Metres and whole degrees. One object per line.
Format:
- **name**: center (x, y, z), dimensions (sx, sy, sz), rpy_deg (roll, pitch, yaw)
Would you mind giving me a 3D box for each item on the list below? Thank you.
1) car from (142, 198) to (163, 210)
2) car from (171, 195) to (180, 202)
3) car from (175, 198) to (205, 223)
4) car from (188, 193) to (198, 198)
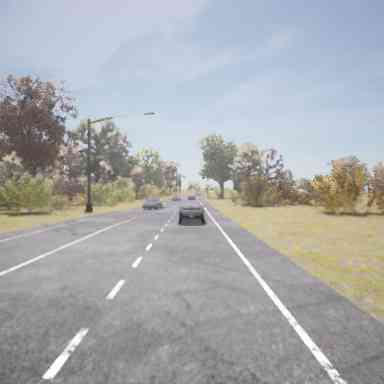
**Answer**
- **car**: center (-4.972, 1.503, 42.205), dimensions (1.837, 1.490, 4.892), rpy_deg (0, 0, 7)
- **car**: center (-3.566, 1.467, 75.671), dimensions (1.994, 1.385, 4.181), rpy_deg (0, 0, 0)
- **car**: center (-0.022, 1.486, 25.507), dimensions (2.128, 1.511, 4.902), rpy_deg (0, 0, 0)
- **car**: center (-0.079, 1.398, 88.663), dimensions (2.128, 1.511, 4.902), rpy_deg (0, 0, 0)
